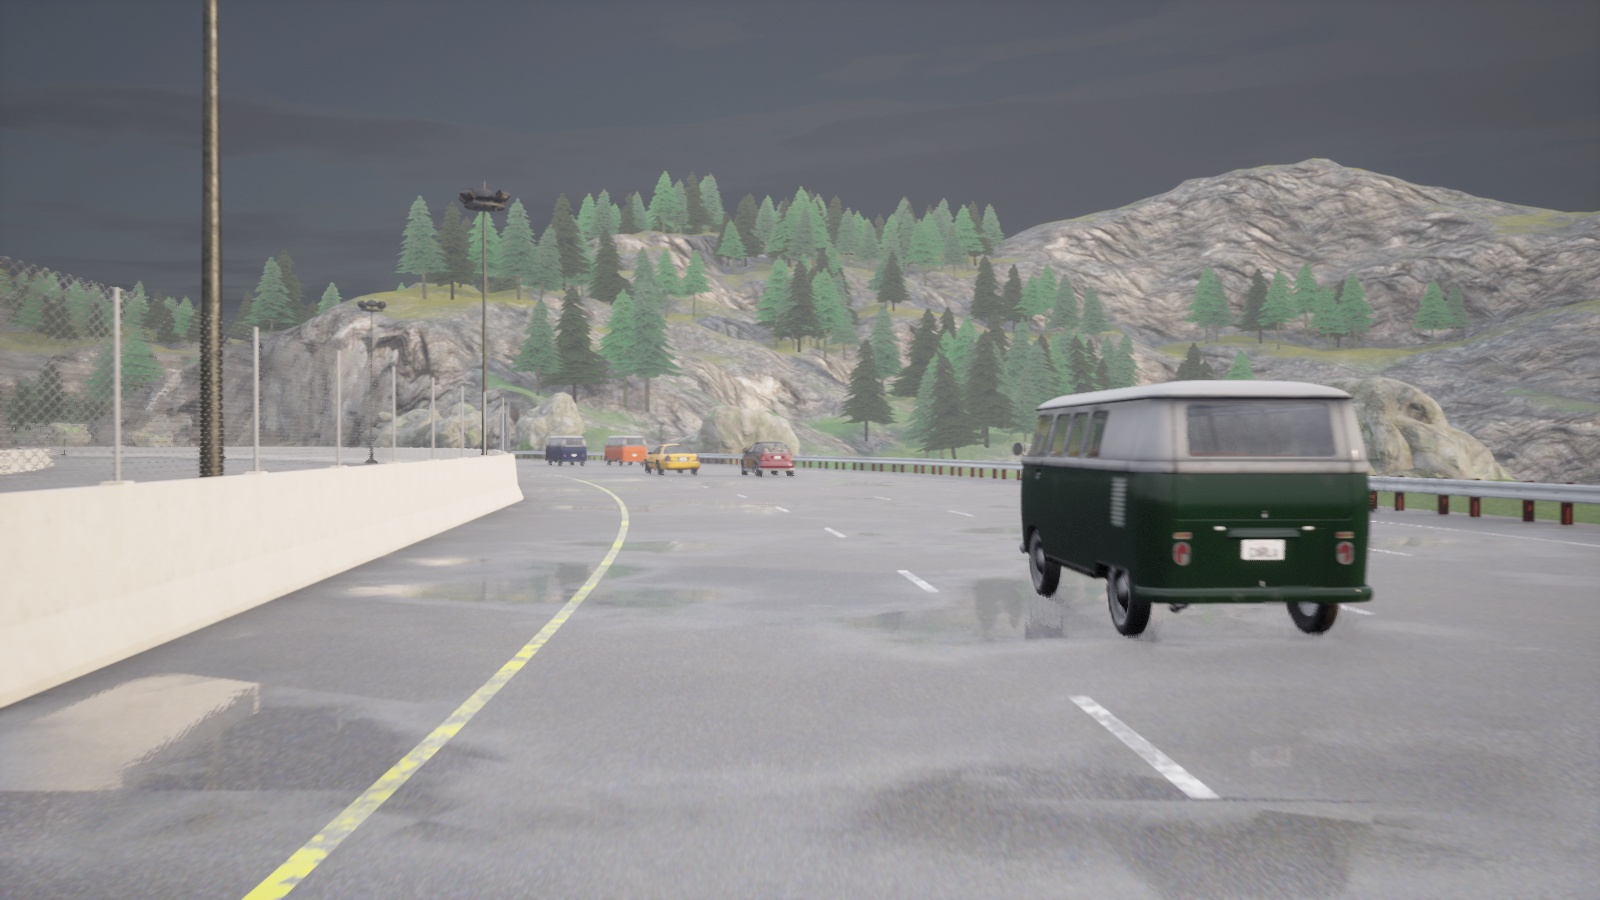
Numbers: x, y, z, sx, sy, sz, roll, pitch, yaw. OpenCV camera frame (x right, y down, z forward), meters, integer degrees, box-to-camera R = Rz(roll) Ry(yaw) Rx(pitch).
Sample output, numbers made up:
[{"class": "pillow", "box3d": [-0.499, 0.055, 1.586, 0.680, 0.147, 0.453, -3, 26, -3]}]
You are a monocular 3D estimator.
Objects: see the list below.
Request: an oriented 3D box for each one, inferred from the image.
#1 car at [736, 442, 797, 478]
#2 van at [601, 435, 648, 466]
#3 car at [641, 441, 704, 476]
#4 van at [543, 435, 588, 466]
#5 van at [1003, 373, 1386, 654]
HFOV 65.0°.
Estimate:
[{"class": "car", "box3d": [-1.544, 0.408, 56.382, 1.789, 1.549, 3.705, 0, 1, -17]}, {"class": "van", "box3d": [-11.456, 0.032, 81.828, 1.775, 1.987, 4.442, 0, 0, -25]}, {"class": "car", "box3d": [-6.053, 0.350, 58.998, 1.801, 1.575, 5.366, 0, 0, -18]}, {"class": "van", "box3d": [-15.319, 0.030, 81.792, 1.775, 1.987, 4.442, 0, 0, -26]}, {"class": "van", "box3d": [3.172, 0.438, 11.159, 1.775, 1.987, 4.442, 0, 0, -3]}]
